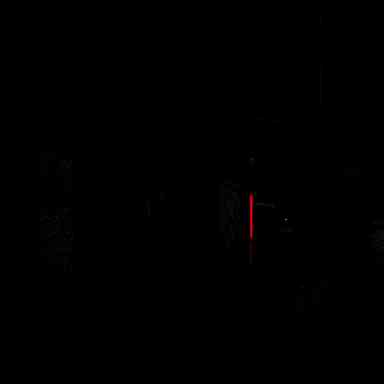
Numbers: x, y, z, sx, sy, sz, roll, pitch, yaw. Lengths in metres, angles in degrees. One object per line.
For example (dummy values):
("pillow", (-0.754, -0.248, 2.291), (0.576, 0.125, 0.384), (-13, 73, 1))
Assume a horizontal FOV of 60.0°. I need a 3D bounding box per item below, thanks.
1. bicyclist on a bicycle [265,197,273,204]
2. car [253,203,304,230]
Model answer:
("bicyclist on a bicycle", (7.383, 1.349, 32.117), (1.656, 1.620, 0.582), (0, 0, -36))
("car", (4.806, 1.505, 21.351), (1.837, 1.490, 4.892), (0, 0, -37))
